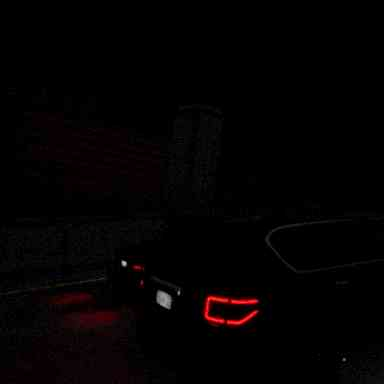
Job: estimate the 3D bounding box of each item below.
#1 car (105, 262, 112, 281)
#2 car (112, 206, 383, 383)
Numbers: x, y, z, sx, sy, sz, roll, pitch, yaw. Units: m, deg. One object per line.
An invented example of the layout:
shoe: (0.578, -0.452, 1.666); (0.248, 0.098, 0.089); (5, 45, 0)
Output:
car: (0.605, 1.573, 8.477); (5.357, 1.411, 2.033); (0, 0, -35)
car: (1.883, 1.243, 5.089); (5.566, 2.045, 2.150); (0, 0, -36)
